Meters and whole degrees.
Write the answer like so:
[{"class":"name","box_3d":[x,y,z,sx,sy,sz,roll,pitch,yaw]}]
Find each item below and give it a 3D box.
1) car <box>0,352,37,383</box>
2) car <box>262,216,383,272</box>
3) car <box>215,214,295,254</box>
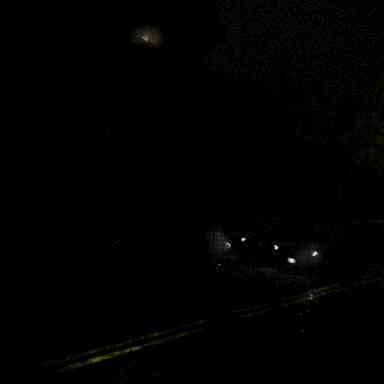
[{"class":"car","box_3d":[-3.131,1.487,1.204,4.892,1.490,1.837,0,0,-36]},{"class":"car","box_3d":[5.093,1.653,11.318,5.357,1.411,2.033,1,0,-36]},{"class":"car","box_3d":[3.544,1.657,14.204,5.357,1.411,2.033,1,0,-36]}]
